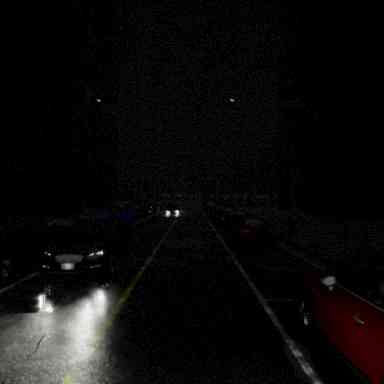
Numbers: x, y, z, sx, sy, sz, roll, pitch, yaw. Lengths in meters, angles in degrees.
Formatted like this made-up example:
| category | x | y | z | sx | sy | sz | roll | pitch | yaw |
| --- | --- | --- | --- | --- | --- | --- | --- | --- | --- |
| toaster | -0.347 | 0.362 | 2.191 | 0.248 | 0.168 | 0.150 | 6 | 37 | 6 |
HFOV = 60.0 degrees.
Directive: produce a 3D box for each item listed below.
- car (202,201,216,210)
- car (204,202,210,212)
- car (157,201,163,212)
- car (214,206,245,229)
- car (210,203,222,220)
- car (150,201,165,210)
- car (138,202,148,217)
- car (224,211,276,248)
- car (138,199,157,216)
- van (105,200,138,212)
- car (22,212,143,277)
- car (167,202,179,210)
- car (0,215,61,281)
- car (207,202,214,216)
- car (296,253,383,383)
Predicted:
| category | x | y | z | sx | sy | sz | roll | pitch | yaw |
| --- | --- | --- | --- | --- | --- | --- | --- | --- | --- |
| car | 2.773 | 2.273 | 55.255 | 1.947 | 1.339 | 4.313 | -1 | -1 | 0 |
| car | 2.768 | 2.011 | 38.249 | 2.008 | 1.369 | 4.403 | -1 | -1 | 0 |
| car | -5.754 | 2.187 | 49.620 | 1.947 | 1.339 | 4.313 | -1 | -1 | 0 |
| car | 2.763 | 1.797 | 21.244 | 2.008 | 1.369 | 4.403 | 0 | -1 | 0 |
| car | 2.765 | 1.866 | 26.913 | 2.008 | 1.369 | 4.403 | 0 | -1 | 0 |
| car | -5.752 | 2.256 | 55.288 | 2.008 | 1.369 | 4.403 | -1 | -1 | 0 |
| car | -5.758 | 1.967 | 32.613 | 1.802 | 1.307 | 4.206 | 0 | -1 | 0 |
| car | 2.762 | 1.762 | 15.574 | 1.802 | 1.307 | 4.206 | 0 | -1 | 0 |
| car | -5.758 | 1.774 | 38.285 | 2.192 | 1.841 | 5.009 | 0 | -1 | 0 |
| van | -5.761 | 1.655 | 26.948 | 1.690 | 1.788 | 3.998 | 0 | -1 | 0 |
| car | -3.097 | 1.612 | 10.735 | 2.128 | 1.511 | 4.902 | 0 | -1 | 0 |
| car | -3.044 | 2.284 | 53.792 | 1.895 | 1.301 | 4.718 | 0 | -1 | 0 |
| car | -5.766 | 1.551 | 9.940 | 1.967 | 1.590 | 4.097 | 0 | -1 | 0 |
| car | 2.767 | 1.968 | 32.580 | 1.802 | 1.307 | 4.206 | 0 | -1 | 0 |
| car | 2.757 | 1.489 | 4.238 | 1.967 | 1.590 | 4.097 | 0 | -1 | 0 |
